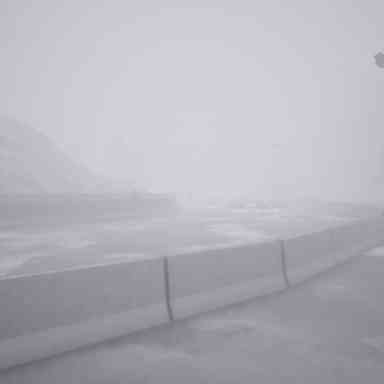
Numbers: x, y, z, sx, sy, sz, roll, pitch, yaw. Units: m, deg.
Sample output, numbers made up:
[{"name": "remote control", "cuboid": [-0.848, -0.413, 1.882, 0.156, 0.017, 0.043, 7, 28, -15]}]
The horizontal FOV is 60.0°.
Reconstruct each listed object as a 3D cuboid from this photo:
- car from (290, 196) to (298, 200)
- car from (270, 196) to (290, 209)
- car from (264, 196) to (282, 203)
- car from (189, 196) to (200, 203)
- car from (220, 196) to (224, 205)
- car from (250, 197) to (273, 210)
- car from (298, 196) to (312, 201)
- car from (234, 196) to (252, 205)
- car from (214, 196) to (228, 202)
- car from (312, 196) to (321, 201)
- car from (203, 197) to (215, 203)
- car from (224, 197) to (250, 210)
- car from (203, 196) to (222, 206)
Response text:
[{"name": "car", "cuboid": [22.350, 1.751, 78.951, 2.033, 1.411, 5.357, 0, 0, -12]}, {"name": "car", "cuboid": [13.210, 1.801, 52.251, 1.837, 1.490, 4.892, 0, -1, -6]}, {"name": "car", "cuboid": [18.929, 1.742, 78.215, 2.128, 1.511, 4.902, 0, 0, -12]}, {"name": "car", "cuboid": [0.562, 1.826, 80.381, 1.882, 1.535, 5.008, 0, 0, -12]}, {"name": "car", "cuboid": [7.302, 1.900, 65.617, 1.812, 1.442, 4.674, 0, 0, -12]}, {"name": "car", "cuboid": [9.981, 1.839, 49.726, 2.033, 1.411, 5.357, 0, 0, -4]}, {"name": "car", "cuboid": [25.772, 1.744, 79.687, 2.033, 1.411, 5.357, 0, 0, -12]}, {"name": "car", "cuboid": [10.397, 1.732, 67.941, 2.097, 1.767, 4.553, 0, 0, -12]}, {"name": "car", "cuboid": [7.146, 1.778, 83.061, 2.033, 1.411, 5.357, 0, 0, -12]}, {"name": "car", "cuboid": [29.194, 1.699, 80.424, 1.837, 1.490, 4.892, 0, 0, -12]}, {"name": "car", "cuboid": [4.083, 1.879, 80.659, 1.837, 1.490, 4.892, 0, 0, -12]}, {"name": "car", "cuboid": [6.530, 1.846, 49.101, 2.033, 1.411, 5.357, 0, 0, -3]}, {"name": "car", "cuboid": [3.812, 1.983, 65.192, 1.895, 1.301, 4.718, 0, 0, -12]}]
